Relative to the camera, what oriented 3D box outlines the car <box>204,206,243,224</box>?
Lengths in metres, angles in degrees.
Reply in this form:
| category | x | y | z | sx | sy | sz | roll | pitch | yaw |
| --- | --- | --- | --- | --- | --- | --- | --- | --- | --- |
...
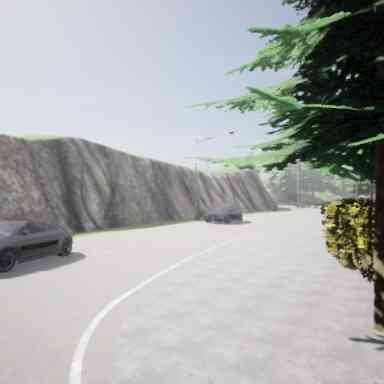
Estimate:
| category | x | y | z | sx | sy | sz | roll | pitch | yaw |
| --- | --- | --- | --- | --- | --- | --- | --- | --- | --- |
| car | 2.681 | 1.896 | 28.049 | 1.994 | 1.385 | 4.181 | 0 | -1 | 32 |

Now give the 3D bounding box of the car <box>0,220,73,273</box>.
| category | x | y | z | sx | sy | sz | roll | pitch | yaw |
| --- | --- | --- | --- | --- | --- | --- | --- | --- | --- |
| car | -5.881 | 1.642 | 11.000 | 1.994 | 1.385 | 4.181 | 0 | -1 | 17 |
